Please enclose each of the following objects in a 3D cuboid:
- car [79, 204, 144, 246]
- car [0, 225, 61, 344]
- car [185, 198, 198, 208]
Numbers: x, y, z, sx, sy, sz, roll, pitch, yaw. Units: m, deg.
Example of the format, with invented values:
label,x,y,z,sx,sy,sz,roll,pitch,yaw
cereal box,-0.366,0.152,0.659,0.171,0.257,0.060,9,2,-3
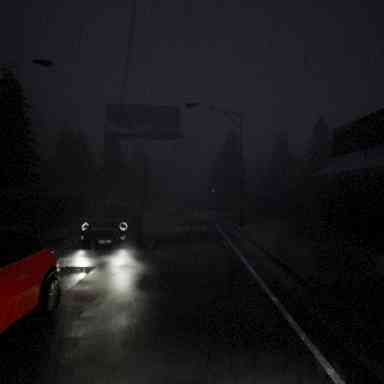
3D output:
label,x,y,z,sx,sy,sz,roll,pitch,yaw
car,-3.575,1.394,15.460,2.097,1.767,4.553,0,0,0
car,-3.597,1.365,4.548,2.097,1.767,4.553,0,0,0
car,-0.057,1.623,49.421,2.128,1.511,4.902,0,0,0
